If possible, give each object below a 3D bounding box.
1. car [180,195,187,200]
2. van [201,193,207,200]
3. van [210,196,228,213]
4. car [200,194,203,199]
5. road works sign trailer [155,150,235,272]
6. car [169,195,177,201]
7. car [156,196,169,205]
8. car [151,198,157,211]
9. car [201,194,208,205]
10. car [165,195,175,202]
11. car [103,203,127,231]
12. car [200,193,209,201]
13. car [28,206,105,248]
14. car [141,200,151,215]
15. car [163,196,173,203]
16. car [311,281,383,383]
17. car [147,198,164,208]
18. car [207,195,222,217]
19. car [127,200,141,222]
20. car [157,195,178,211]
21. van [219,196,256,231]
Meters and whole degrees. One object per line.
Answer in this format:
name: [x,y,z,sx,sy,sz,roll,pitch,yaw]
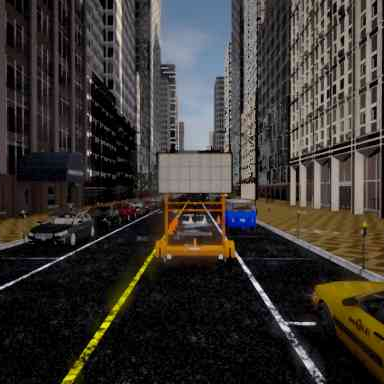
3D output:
car: [-2.333,1.454,90.294,1.882,1.535,5.008,0,0,0]
van: [3.378,1.315,94.230,1.690,1.788,3.998,-1,0,0]
van: [2.957,1.332,37.395,1.690,1.788,3.998,-1,0,0]
car: [3.293,1.293,82.863,2.192,1.841,5.009,-1,0,0]
road works sign trailer: [0.097,0.462,10.744,2.380,3.560,2.880,0,0,1]
car: [-5.044,1.502,88.438,1.752,1.417,4.829,-1,0,0]
car: [-5.253,1.536,60.190,2.008,1.369,4.403,-1,0,0]
car: [-5.421,1.573,37.457,1.802,1.307,4.206,-1,0,0]
car: [3.127,1.536,60.128,2.008,1.369,4.403,-1,0,0]
car: [-5.128,1.420,77.241,1.967,1.590,4.097,-1,0,0]
car: [-5.547,1.561,20.406,1.947,1.339,4.313,-1,0,0]
car: [3.335,1.291,88.547,2.192,1.841,5.009,-1,0,0]
car: [-5.589,1.547,14.723,2.008,1.369,4.403,-1,0,0]
car: [-5.464,1.543,31.773,2.008,1.369,4.403,-1,0,0]
car: [-5.169,1.564,71.557,1.802,1.307,4.206,-1,0,0]
car: [2.708,1.524,3.464,1.752,1.417,4.829,-1,0,0]
car: [-5.337,1.539,48.824,2.008,1.369,4.403,-1,0,0]
car: [2.915,1.308,31.711,2.192,1.841,5.009,-1,0,0]
car: [-5.505,1.539,26.090,1.887,1.381,4.507,-1,0,0]
car: [-2.794,1.468,40.888,1.882,1.535,5.008,0,0,0]
van: [2.831,1.336,20.344,1.690,1.788,3.998,-1,0,0]
